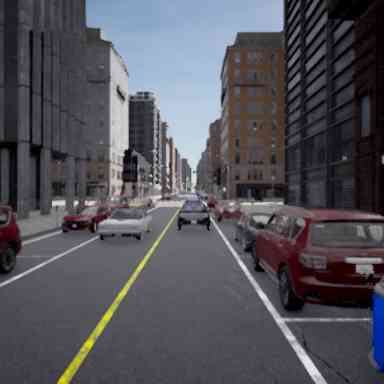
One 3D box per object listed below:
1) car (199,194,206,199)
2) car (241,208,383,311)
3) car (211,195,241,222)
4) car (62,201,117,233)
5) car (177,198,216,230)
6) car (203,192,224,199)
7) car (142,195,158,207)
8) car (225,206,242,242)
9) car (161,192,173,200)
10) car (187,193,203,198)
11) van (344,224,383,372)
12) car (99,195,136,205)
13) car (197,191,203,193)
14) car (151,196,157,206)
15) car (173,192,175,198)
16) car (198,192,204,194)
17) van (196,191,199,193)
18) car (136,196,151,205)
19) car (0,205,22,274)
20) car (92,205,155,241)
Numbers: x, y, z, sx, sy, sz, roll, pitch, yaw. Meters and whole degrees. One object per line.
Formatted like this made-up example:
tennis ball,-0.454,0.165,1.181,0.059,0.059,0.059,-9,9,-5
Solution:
car,2.674,1.069,85.306,1.802,1.307,4.206,1,0,0
car,2.678,1.267,7.569,2.192,1.841,5.009,1,0,0
car,2.677,1.289,24.442,1.967,1.590,4.097,1,0,0
car,-5.850,1.428,18.826,1.887,1.381,4.507,1,0,0
car,0.100,1.367,20.102,2.128,1.511,4.902,0,0,0
car,2.678,1.097,35.690,2.192,1.841,5.009,1,0,0
car,-5.850,1.241,46.779,1.752,1.417,4.829,1,0,0
car,2.676,1.468,13.194,2.008,1.369,4.403,1,0,0
car,-5.851,1.098,73.968,1.887,1.381,4.507,1,0,0
car,0.099,1.248,37.654,1.882,1.535,5.008,0,0,0
van,2.678,1.328,1.945,1.690,1.788,3.998,1,0,0
car,-5.848,1.165,24.450,2.192,1.841,5.009,1,0,0
car,2.674,1.102,79.633,1.802,1.307,4.206,1,0,0
car,-5.850,1.293,41.325,1.887,1.381,4.507,1,0,0
car,-5.851,1.065,79.641,1.887,1.381,4.507,1,0,0
car,2.675,1.135,73.959,1.802,1.307,4.206,1,0,0
van,2.676,0.795,90.978,1.690,1.788,3.998,1,0,0
car,-5.850,1.309,35.530,1.752,1.417,4.829,1,0,0
car,-5.848,1.267,7.576,2.192,1.841,5.009,1,0,0
car,-3.101,1.500,16.160,1.895,1.301,4.718,0,0,0
